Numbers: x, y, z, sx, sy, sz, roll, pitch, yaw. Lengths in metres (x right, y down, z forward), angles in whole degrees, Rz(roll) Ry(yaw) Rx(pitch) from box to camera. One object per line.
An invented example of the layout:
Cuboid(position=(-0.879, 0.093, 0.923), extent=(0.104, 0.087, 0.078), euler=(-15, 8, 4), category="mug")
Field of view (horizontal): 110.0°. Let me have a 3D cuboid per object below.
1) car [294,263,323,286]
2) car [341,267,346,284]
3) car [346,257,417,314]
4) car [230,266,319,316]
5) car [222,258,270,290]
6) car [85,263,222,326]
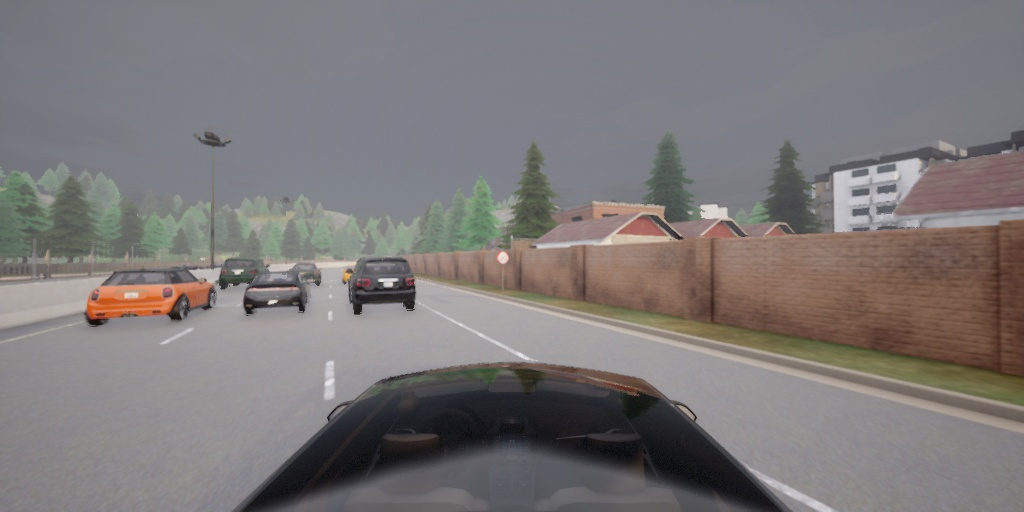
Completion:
Cuboid(position=(-15.729, 1.306, 27.406), extent=(2.097, 1.767, 4.553), euler=(0, -1, -26), category="car")
Cuboid(position=(-13.165, 1.449, 30.118), extent=(1.882, 1.535, 5.008), euler=(0, 0, -26), category="car")
Cuboid(position=(-5.415, 1.073, 14.679), extent=(2.150, 2.045, 5.566), euler=(0, 0, -26), category="car")
Cuboid(position=(-9.025, 1.342, 14.083), extent=(2.128, 1.511, 4.902), euler=(0, 0, -26), category="car")
Cuboid(position=(-18.394, 1.163, 24.899), extent=(2.150, 2.045, 5.566), euler=(0, 0, -26), category="car")
Cuboid(position=(-12.112, 1.193, 12.430), extent=(2.097, 1.767, 4.553), euler=(0, -1, -26), category="car")
